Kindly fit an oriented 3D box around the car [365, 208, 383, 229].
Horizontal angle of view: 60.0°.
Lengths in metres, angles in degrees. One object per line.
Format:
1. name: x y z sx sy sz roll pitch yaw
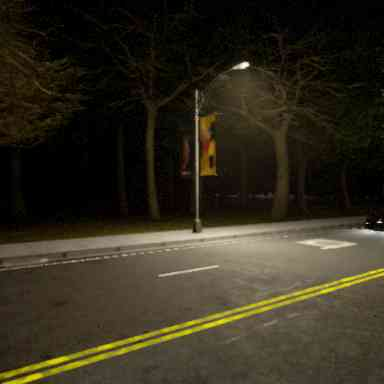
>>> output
1. car: 12.606 1.588 20.645 4.181 1.385 1.994 0 0 -35
